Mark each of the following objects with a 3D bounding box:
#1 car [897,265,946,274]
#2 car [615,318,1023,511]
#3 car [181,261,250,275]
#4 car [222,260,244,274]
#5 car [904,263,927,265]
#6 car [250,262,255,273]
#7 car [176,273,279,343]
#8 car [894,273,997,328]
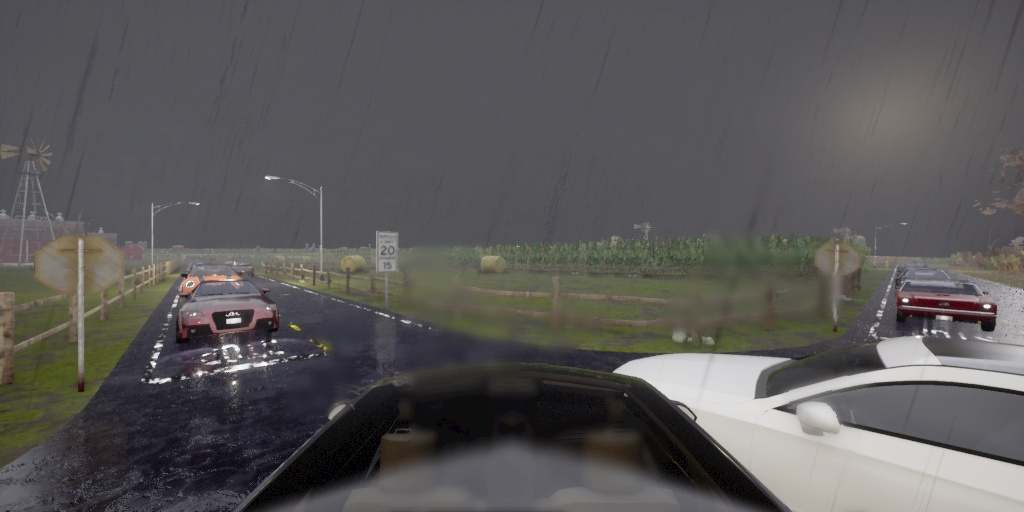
[{"bbox_3d":[20.627,1.357,17.940,5.357,1.411,2.033,0,1,-43],"label":"car"},{"bbox_3d":[2.842,1.294,2.347,1.812,1.442,4.674,0,1,-44],"label":"car"},{"bbox_3d":[-13.688,1.136,16.447,2.097,1.767,4.553,0,0,-42],"label":"car"},{"bbox_3d":[-33.625,1.292,43.170,1.837,1.490,4.892,0,0,-41],"label":"car"},{"bbox_3d":[27.393,1.392,24.182,4.181,1.385,1.994,0,1,-43],"label":"car"},{"bbox_3d":[-26.918,1.273,35.700,2.128,1.511,4.902,0,0,-41],"label":"car"},{"bbox_3d":[-7.923,1.353,9.953,1.994,1.385,4.181,0,0,-42],"label":"car"},{"bbox_3d":[13.538,1.394,11.389,4.718,1.301,1.895,0,1,-43],"label":"car"}]
